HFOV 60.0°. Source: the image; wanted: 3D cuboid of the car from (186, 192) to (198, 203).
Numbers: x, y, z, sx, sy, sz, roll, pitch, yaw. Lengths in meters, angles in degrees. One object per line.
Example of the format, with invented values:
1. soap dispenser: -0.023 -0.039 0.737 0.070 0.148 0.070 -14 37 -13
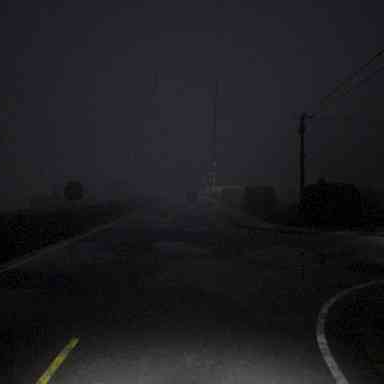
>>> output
1. car: -0.033 1.166 56.971 1.837 1.490 4.892 0 0 0
